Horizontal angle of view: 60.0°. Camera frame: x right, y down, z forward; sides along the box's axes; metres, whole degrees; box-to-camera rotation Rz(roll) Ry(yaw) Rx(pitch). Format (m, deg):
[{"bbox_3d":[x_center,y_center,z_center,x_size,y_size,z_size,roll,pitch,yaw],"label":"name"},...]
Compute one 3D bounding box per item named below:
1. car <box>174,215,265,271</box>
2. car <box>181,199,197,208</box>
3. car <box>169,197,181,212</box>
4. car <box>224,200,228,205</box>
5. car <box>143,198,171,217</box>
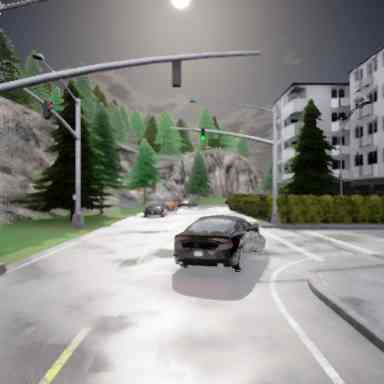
[{"bbox_3d":[1.090,1.512,11.272,1.882,1.535,5.008,-2,0,22],"label":"car"},{"bbox_3d":[-0.714,1.719,51.091,1.994,1.385,4.181,0,0,23],"label":"car"},{"bbox_3d":[-3.048,1.478,41.430,2.097,1.767,4.553,0,0,6],"label":"car"},{"bbox_3d":[8.415,1.808,64.024,4.718,1.301,1.895,0,0,-40],"label":"car"},{"bbox_3d":[-3.485,1.603,32.272,1.837,1.490,4.892,0,0,1],"label":"car"}]
